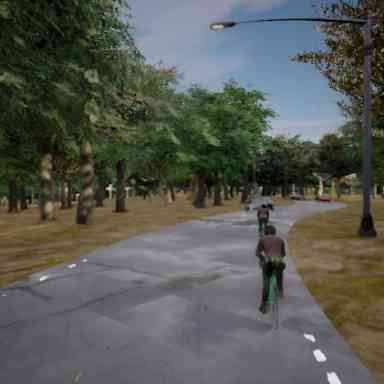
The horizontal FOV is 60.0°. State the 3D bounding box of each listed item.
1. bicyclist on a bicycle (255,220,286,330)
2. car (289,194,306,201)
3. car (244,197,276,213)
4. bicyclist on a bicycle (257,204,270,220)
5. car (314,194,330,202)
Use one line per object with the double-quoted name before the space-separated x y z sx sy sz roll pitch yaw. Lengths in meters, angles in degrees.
"bicyclist on a bicycle" 1.419 1.434 5.938 0.582 1.620 1.656 0 0 7
"car" 23.299 1.235 73.636 2.128 1.511 4.902 0 -1 -11
"car" 6.706 1.213 32.529 2.128 1.511 4.902 0 1 31
"bicyclist on a bicycle" 3.085 1.367 14.404 0.582 1.620 1.656 0 0 15
"car" 23.380 1.107 59.859 1.994 1.385 4.181 0 -1 9
